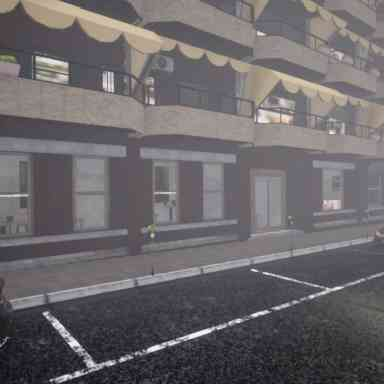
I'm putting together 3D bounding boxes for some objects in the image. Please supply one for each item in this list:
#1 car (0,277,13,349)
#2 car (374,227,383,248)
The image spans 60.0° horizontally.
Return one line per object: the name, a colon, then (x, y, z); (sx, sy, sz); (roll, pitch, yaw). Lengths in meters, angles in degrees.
car: (-4.339, 1.551, 3.402); (4.403, 1.369, 2.008); (0, -1, -37)
car: (9.055, 1.578, 13.553); (4.206, 1.307, 1.802); (0, -1, -37)
